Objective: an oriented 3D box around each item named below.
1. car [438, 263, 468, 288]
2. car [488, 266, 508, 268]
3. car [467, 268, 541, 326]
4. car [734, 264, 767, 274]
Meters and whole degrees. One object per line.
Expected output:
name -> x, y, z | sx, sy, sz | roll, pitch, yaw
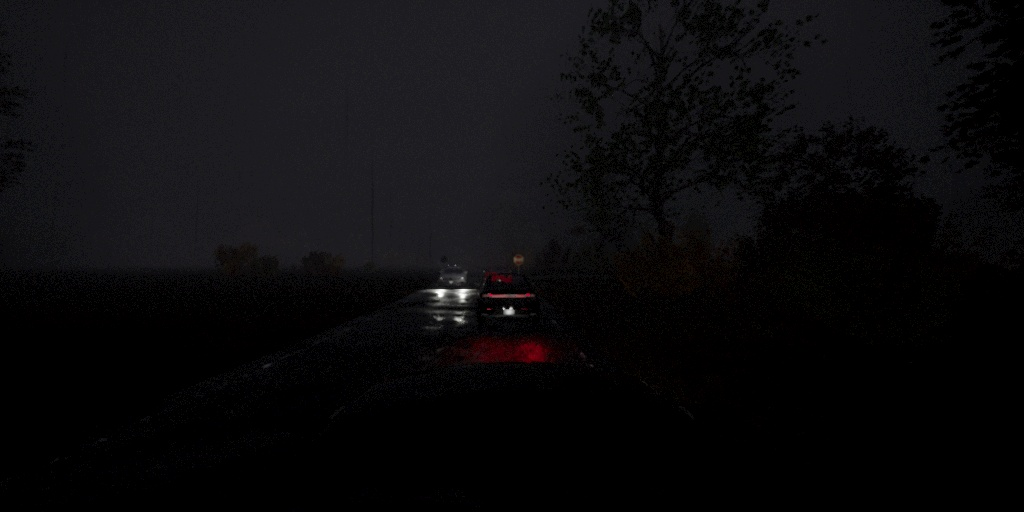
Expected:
car -> -4.180, 1.471, 25.913 | 1.812, 1.442, 4.674 | 0, -1, -4
car -> -0.991, 1.414, 25.099 | 1.882, 1.535, 5.008 | 0, -1, -4
car -> -0.178, 1.320, 12.004 | 2.128, 1.511, 4.902 | 0, -1, -2
car -> 31.762, 1.659, 47.593 | 4.892, 1.490, 1.837 | 0, -1, -12
